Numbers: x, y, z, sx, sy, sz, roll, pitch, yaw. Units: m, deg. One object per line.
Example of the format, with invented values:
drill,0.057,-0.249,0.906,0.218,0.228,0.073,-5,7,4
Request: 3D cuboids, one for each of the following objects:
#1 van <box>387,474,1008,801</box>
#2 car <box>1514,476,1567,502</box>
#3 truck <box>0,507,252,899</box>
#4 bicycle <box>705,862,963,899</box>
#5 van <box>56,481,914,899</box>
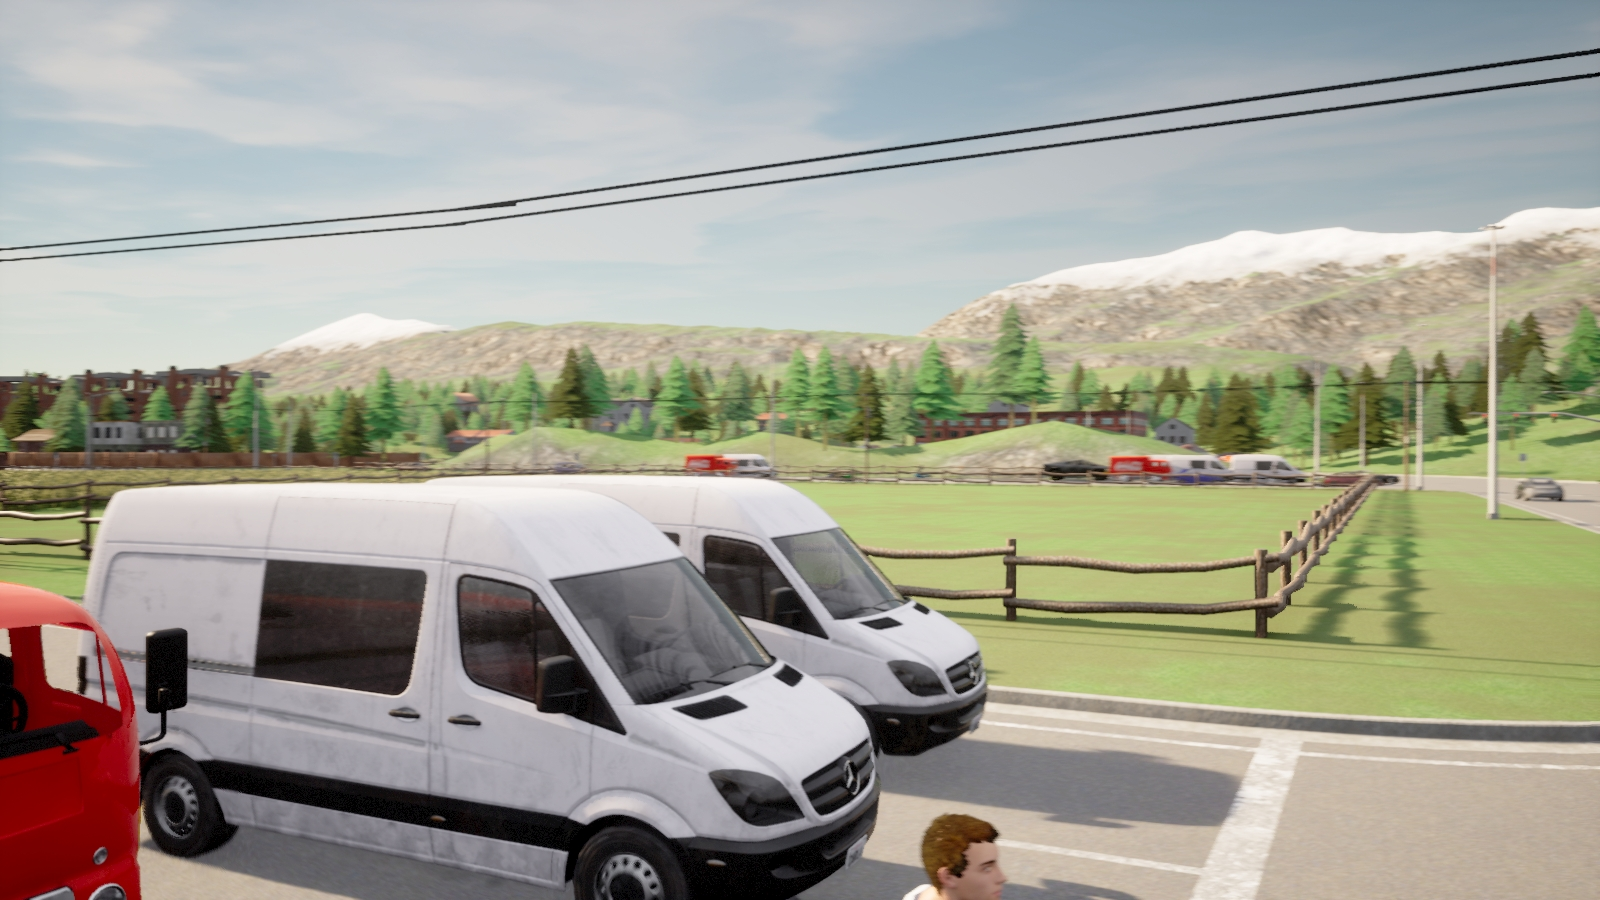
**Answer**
van,-1.107,1.554,11.327,5.915,2.561,1.988,0,0,25
car,43.289,2.274,66.903,1.994,1.385,4.181,0,0,24
truck,-5.730,1.572,5.793,5.204,2.467,2.627,0,0,25
bicycle,0.526,2.062,3.100,1.643,1.496,0.373,1,0,26
van,-2.338,1.547,8.052,5.915,2.561,1.988,0,0,24
